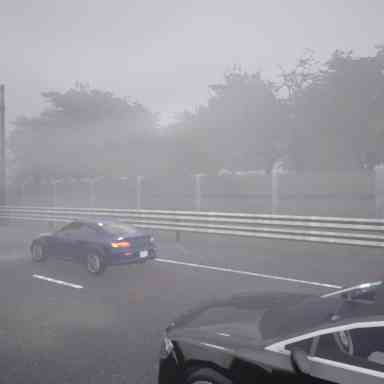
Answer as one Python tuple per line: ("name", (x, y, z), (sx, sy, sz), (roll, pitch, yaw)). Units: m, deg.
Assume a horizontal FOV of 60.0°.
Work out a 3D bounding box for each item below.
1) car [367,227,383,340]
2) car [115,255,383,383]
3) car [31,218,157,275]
("car", (5.315, 1.478, 4.494), (5.008, 1.535, 1.882), (0, 0, 36))
("car", (1.876, 1.492, 2.636), (4.902, 1.511, 2.128), (0, 0, 36))
("car", (-3.176, 1.538, 10.460), (4.674, 1.442, 1.812), (0, 0, 36))
